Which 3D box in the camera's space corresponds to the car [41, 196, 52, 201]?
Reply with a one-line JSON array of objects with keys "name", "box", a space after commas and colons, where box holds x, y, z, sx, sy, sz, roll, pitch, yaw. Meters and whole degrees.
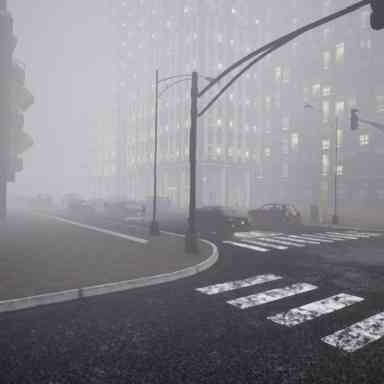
[{"name": "car", "box": [-36.751, 1.571, 83.808, 1.802, 1.307, 4.206, 1, -1, -35]}]

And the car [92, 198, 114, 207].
[{"name": "car", "box": [-13.865, 1.587, 51.565, 1.947, 1.339, 4.313, 1, -1, -35]}]

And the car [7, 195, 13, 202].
[{"name": "car", "box": [-37.044, 1.397, 69.747, 1.947, 1.339, 4.313, 1, -1, -35]}]

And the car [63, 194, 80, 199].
[{"name": "car", "box": [-14.476, 1.394, 42.475, 1.882, 1.535, 5.008, 1, 0, -35]}]

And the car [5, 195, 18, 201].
[{"name": "car", "box": [-40.313, 1.378, 74.353, 2.008, 1.369, 4.403, 1, -1, -35]}]

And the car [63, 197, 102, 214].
[{"name": "car", "box": [-10.890, 1.427, 32.897, 2.008, 1.369, 4.403, 1, -1, -35]}]

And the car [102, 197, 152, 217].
[{"name": "car", "box": [-6.074, 1.481, 30.591, 2.033, 1.411, 5.357, 1, -1, -35]}]

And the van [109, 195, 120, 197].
[{"name": "van", "box": [-10.592, 1.368, 46.961, 1.690, 1.788, 3.998, 1, -1, -35]}]

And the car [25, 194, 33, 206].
[{"name": "car", "box": [-23.967, 1.432, 51.321, 1.802, 1.307, 4.206, 1, -1, -35]}]

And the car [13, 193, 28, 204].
[{"name": "car", "box": [-30.502, 1.155, 60.537, 2.192, 1.841, 5.009, 1, -1, -35]}]

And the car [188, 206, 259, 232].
[{"name": "car", "box": [1.591, 1.518, 19.894, 1.994, 1.385, 4.181, 1, -1, -37]}]

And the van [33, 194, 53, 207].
[{"name": "van", "box": [-20.694, 1.197, 46.718, 1.690, 1.788, 3.998, 1, -1, -35]}]

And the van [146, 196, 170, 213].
[{"name": "van", "box": [-4.053, 1.382, 37.748, 1.690, 1.788, 3.998, 1, -1, -35]}]

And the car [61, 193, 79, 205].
[{"name": "car", "box": [-20.506, 1.182, 56.287, 2.150, 2.045, 5.566, 1, -1, -35]}]

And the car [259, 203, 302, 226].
[{"name": "car", "box": [5.753, 1.505, 23.928, 1.967, 1.590, 4.097, 1, -1, -35]}]
